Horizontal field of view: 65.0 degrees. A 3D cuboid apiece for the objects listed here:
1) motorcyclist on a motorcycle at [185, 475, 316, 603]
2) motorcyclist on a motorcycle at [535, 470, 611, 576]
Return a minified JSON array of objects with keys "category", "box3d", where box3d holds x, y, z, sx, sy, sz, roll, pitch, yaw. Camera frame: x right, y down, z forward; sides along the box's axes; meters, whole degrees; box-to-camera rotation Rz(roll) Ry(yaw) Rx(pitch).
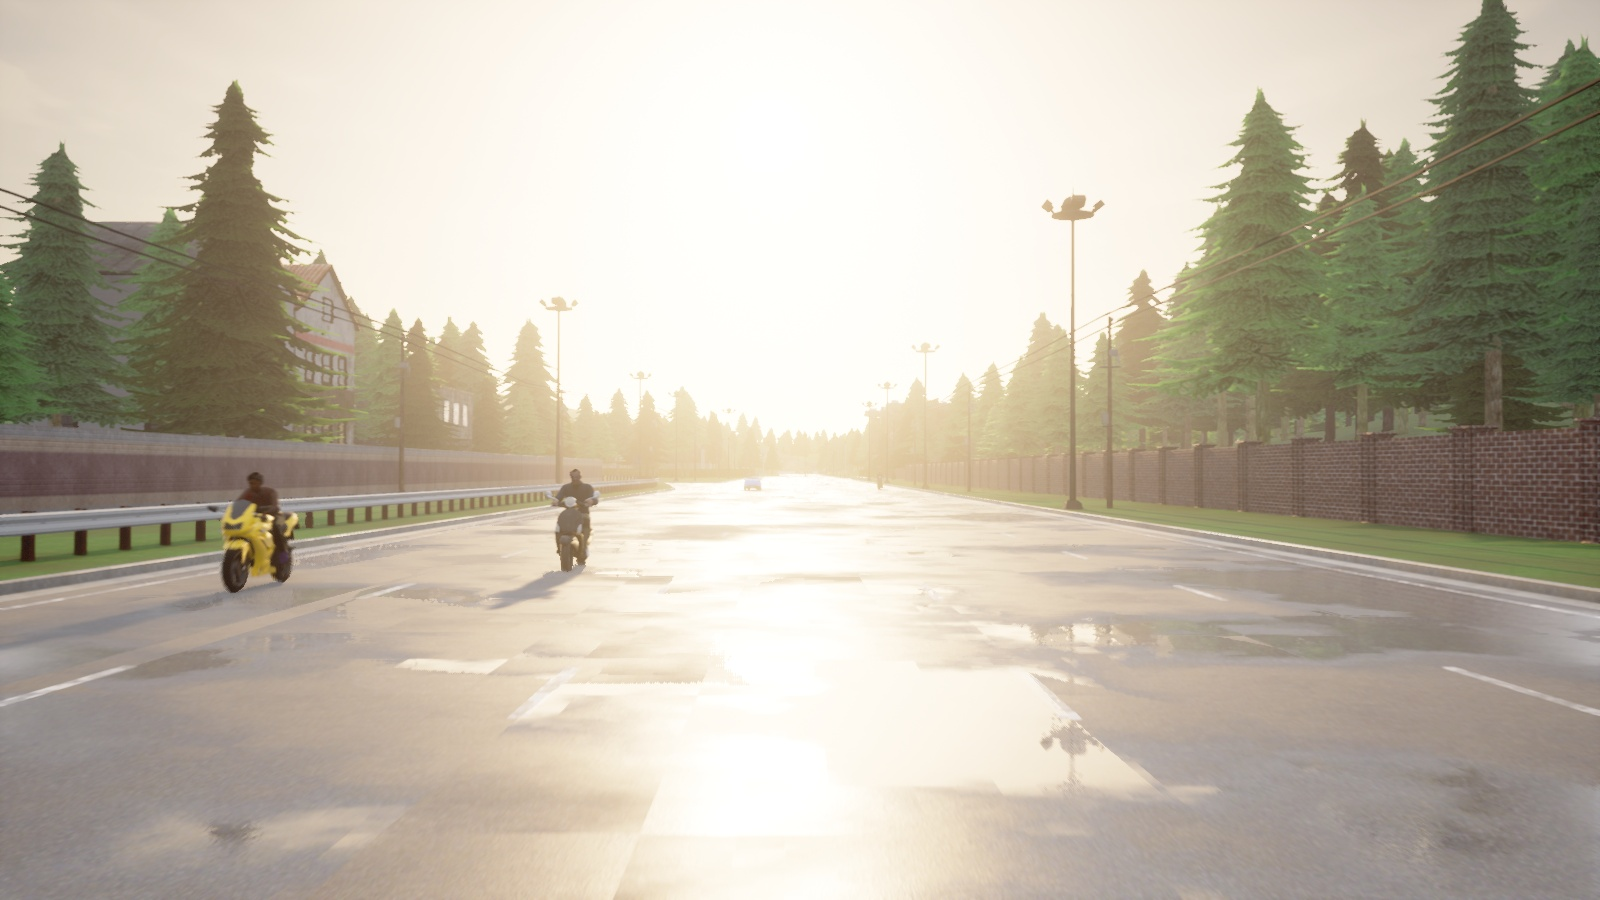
[{"category":"motorcyclist on a motorcycle","box3d":[-7.039,1.096,16.206,0.797,1.523,2.044,0,-1,0]},{"category":"motorcyclist on a motorcycle","box3d":[-3.548,1.114,19.803,0.866,1.590,1.817,0,-1,0]}]
